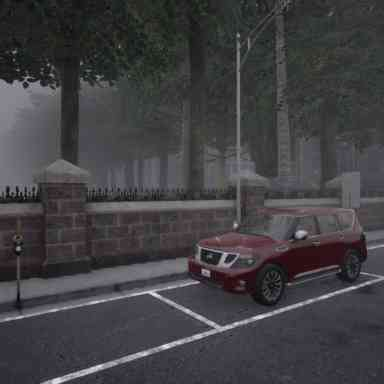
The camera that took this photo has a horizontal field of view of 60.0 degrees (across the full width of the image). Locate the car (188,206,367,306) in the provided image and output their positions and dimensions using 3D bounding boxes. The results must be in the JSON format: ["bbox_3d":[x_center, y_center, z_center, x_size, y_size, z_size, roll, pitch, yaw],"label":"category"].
[{"bbox_3d":[2.326,1.314,8.194,5.009,1.841,2.192,0,0,-36],"label":"car"}]
